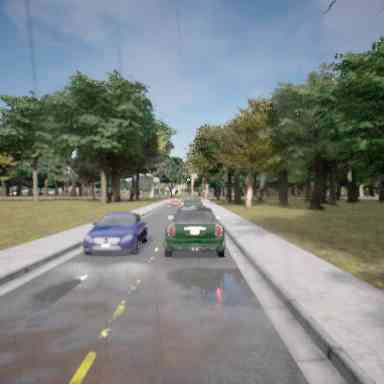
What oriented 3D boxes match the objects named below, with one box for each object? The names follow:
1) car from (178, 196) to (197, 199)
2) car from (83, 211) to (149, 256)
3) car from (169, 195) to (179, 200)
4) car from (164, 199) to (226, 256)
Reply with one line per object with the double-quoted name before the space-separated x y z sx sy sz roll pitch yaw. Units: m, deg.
"car" 0.102 1.342 29.517 2.097 1.767 4.553 0 0 0
"car" -2.850 1.521 13.312 1.812 1.442 4.674 0 0 0
"car" -2.800 1.336 56.119 2.097 1.767 4.553 0 0 0
"car" 0.099 1.347 13.178 2.097 1.767 4.553 0 0 0
